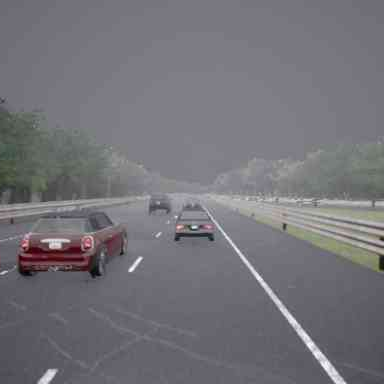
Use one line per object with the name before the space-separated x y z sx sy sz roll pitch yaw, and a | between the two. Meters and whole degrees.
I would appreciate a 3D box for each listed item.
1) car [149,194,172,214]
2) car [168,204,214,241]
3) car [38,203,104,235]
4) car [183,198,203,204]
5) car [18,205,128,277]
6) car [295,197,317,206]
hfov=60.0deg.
car | -3.407 1.259 36.475 2.150 2.045 5.566 0 0 0
car | 0.099 1.556 16.783 2.033 1.411 5.357 0 0 0
car | -6.901 1.496 19.615 2.128 1.511 4.902 0 0 0
car | 0.093 1.391 36.766 2.097 1.767 4.553 0 0 0
car | -3.403 1.356 10.408 2.097 1.767 4.553 0 0 0
car | 20.848 1.767 61.366 1.837 1.490 4.892 0 0 -19
